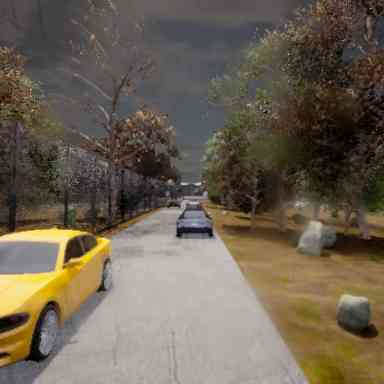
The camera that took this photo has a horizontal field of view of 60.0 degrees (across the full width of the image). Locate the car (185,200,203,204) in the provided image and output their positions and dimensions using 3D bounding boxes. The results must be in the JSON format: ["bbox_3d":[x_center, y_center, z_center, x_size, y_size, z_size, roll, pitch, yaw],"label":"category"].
[{"bbox_3d":[0.226,1.625,36.287,1.812,1.442,4.674,0,0,0],"label":"car"}]

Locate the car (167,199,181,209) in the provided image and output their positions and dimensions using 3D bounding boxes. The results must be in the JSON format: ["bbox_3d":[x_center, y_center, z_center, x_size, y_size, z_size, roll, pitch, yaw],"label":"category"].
[{"bbox_3d":[-2.545,1.646,48.112,1.895,1.301,4.718,0,0,0],"label":"car"}]

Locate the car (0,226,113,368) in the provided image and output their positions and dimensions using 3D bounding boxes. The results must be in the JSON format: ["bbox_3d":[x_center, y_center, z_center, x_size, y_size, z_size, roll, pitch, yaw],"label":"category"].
[{"bbox_3d":[-2.841,1.470,6.089,1.882,1.535,5.008,0,0,0],"label":"car"}]

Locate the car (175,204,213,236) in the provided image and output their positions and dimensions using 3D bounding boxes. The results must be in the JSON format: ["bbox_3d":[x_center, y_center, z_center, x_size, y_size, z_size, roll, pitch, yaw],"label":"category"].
[{"bbox_3d":[0.146,1.603,18.717,1.994,1.385,4.181,0,0,0],"label":"car"}]
